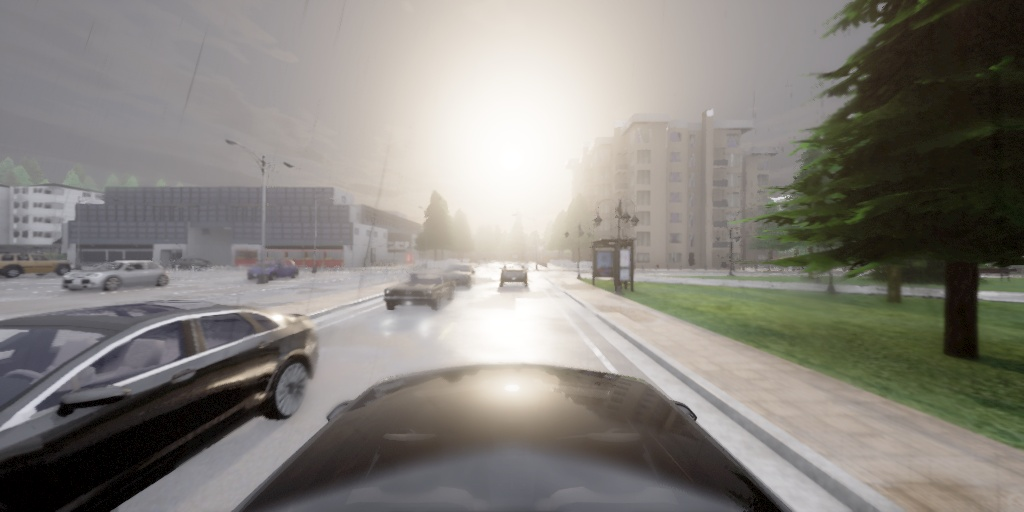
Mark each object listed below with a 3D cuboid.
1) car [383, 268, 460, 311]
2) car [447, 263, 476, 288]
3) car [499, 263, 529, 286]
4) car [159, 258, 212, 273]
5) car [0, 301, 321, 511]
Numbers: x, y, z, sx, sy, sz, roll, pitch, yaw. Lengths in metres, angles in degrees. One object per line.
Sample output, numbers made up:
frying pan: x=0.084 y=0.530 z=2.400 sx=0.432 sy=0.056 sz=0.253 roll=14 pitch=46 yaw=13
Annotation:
car: x=-3.523 y=1.318 z=14.449 sx=1.895 sy=1.301 sz=4.718 roll=0 pitch=0 yaw=0
car: x=-3.376 y=1.249 z=23.069 sx=1.837 sy=1.490 sz=4.892 roll=0 pitch=0 yaw=0
car: x=0.134 y=1.218 z=24.633 sx=2.128 sy=1.511 sz=4.902 roll=0 pitch=0 yaw=0
car: x=-39.543 y=0.977 z=43.816 sx=4.892 sy=1.490 sz=1.837 roll=0 pitch=0 yaw=1
car: x=-3.602 y=1.221 z=3.029 sx=2.128 sy=1.511 sz=4.902 roll=0 pitch=0 yaw=0
